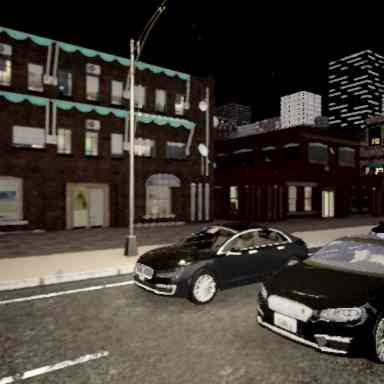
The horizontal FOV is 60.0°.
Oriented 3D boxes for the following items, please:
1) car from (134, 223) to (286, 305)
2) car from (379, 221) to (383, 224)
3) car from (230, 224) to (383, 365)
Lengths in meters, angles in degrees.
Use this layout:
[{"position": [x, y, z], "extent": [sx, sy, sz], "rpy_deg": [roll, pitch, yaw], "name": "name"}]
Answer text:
[{"position": [0.936, 1.580, 8.342], "extent": [4.892, 1.490, 1.837], "rpy_deg": [1, -1, -36], "name": "car"}, {"position": [9.617, 1.710, 14.518], "extent": [4.902, 1.511, 2.128], "rpy_deg": [1, -1, -35], "name": "car"}, {"position": [3.291, 1.574, 6.026], "extent": [4.902, 1.511, 2.128], "rpy_deg": [1, -1, -35], "name": "car"}]
